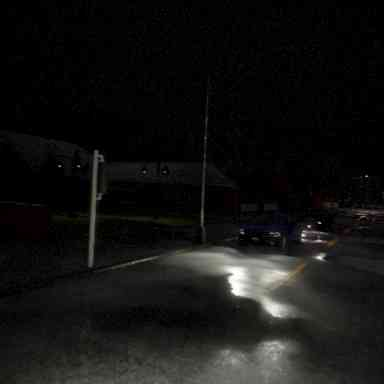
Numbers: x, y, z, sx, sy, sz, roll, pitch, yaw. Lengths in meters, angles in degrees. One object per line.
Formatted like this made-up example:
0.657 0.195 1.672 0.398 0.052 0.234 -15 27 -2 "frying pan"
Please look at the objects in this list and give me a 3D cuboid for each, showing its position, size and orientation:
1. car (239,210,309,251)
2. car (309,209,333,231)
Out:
3.800 1.670 15.475 1.882 1.535 5.008 3 0 30 "car"
9.365 2.028 24.964 2.033 1.411 5.357 3 0 31 "car"
